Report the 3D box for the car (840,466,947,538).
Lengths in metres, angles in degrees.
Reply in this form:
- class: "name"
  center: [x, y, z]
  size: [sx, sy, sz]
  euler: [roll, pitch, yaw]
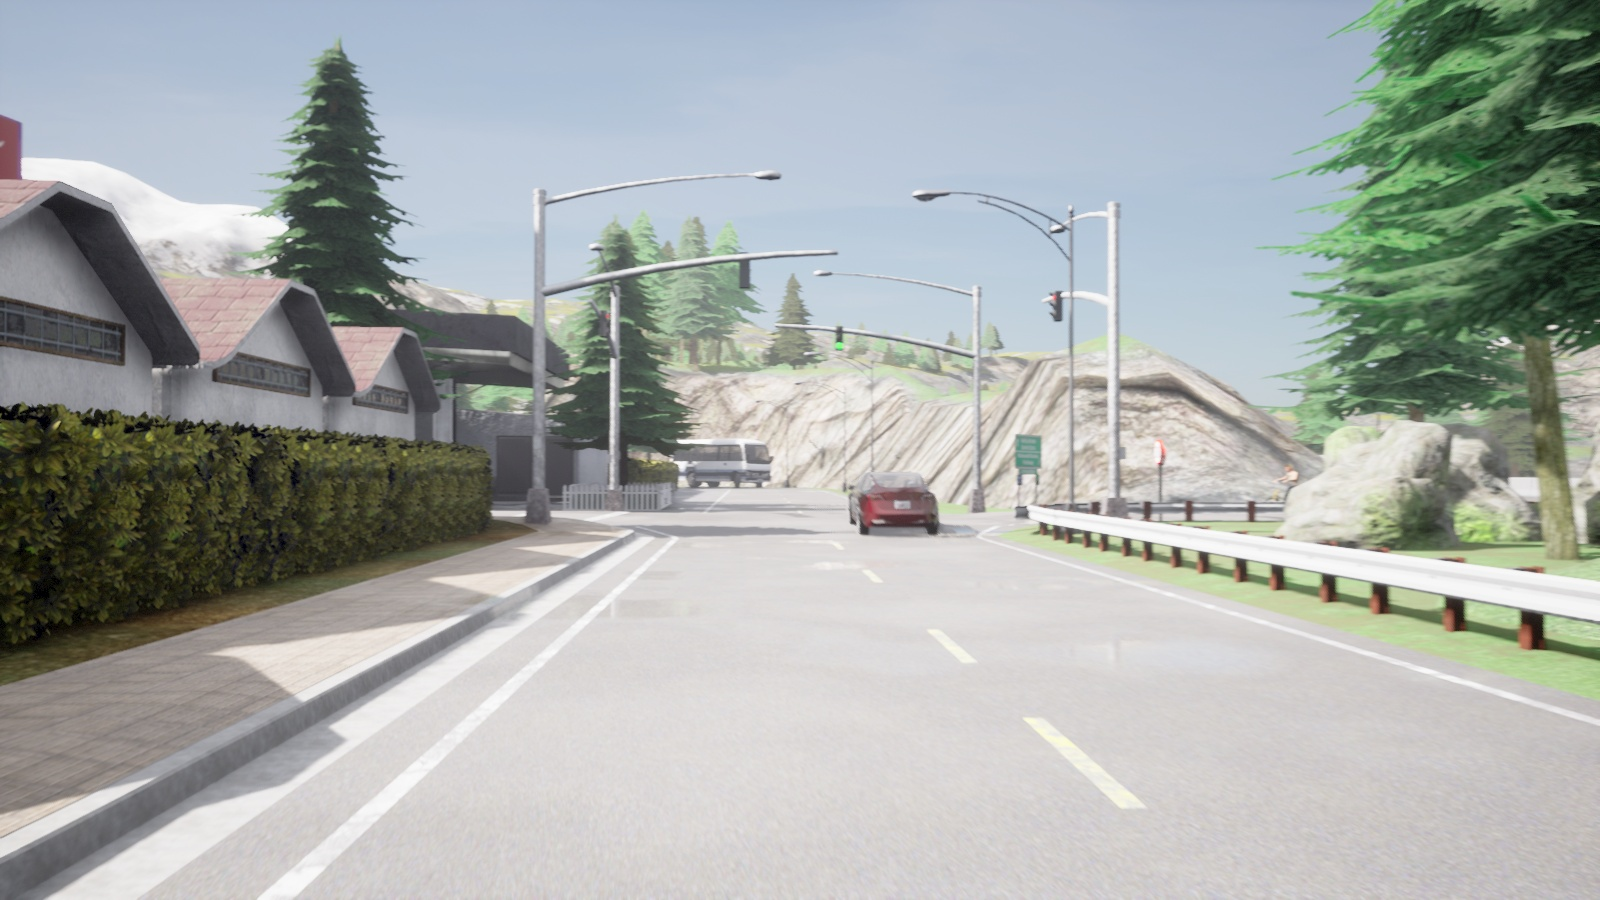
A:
- class: "car"
  center: [2.281, 1.247, 31.859]
  size: [2.163, 1.488, 4.792]
  euler: [0, 1, -2]
